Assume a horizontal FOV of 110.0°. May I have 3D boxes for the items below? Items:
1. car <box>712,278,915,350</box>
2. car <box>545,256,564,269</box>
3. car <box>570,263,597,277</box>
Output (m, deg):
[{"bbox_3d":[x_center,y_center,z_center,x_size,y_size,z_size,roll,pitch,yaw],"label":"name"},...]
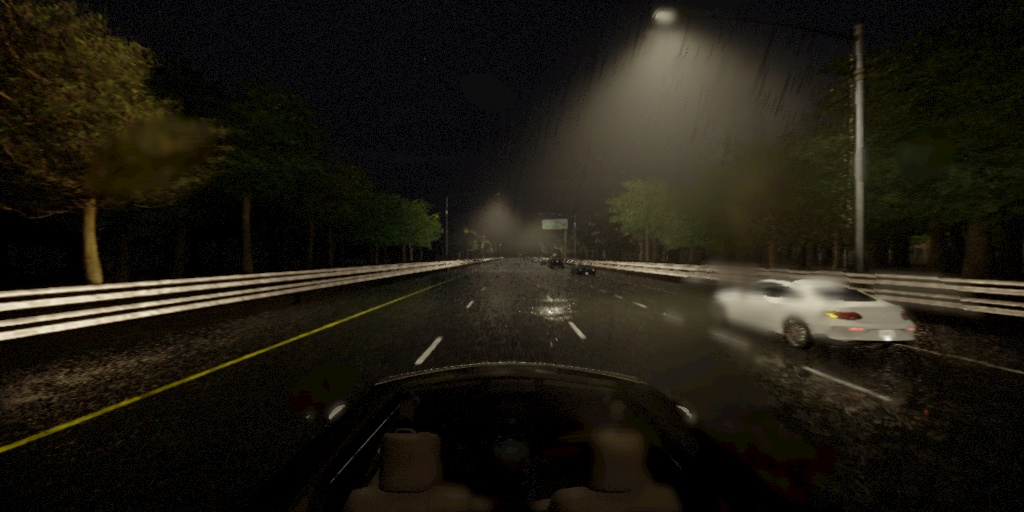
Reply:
[{"bbox_3d":[7.003,1.283,8.998,1.812,1.442,4.674,0,0,0],"label":"car"},{"bbox_3d":[7.177,1.022,58.980,2.150,2.045,5.566,0,0,0],"label":"car"},{"bbox_3d":[7.064,1.379,36.080,1.895,1.301,4.718,0,0,0],"label":"car"}]
